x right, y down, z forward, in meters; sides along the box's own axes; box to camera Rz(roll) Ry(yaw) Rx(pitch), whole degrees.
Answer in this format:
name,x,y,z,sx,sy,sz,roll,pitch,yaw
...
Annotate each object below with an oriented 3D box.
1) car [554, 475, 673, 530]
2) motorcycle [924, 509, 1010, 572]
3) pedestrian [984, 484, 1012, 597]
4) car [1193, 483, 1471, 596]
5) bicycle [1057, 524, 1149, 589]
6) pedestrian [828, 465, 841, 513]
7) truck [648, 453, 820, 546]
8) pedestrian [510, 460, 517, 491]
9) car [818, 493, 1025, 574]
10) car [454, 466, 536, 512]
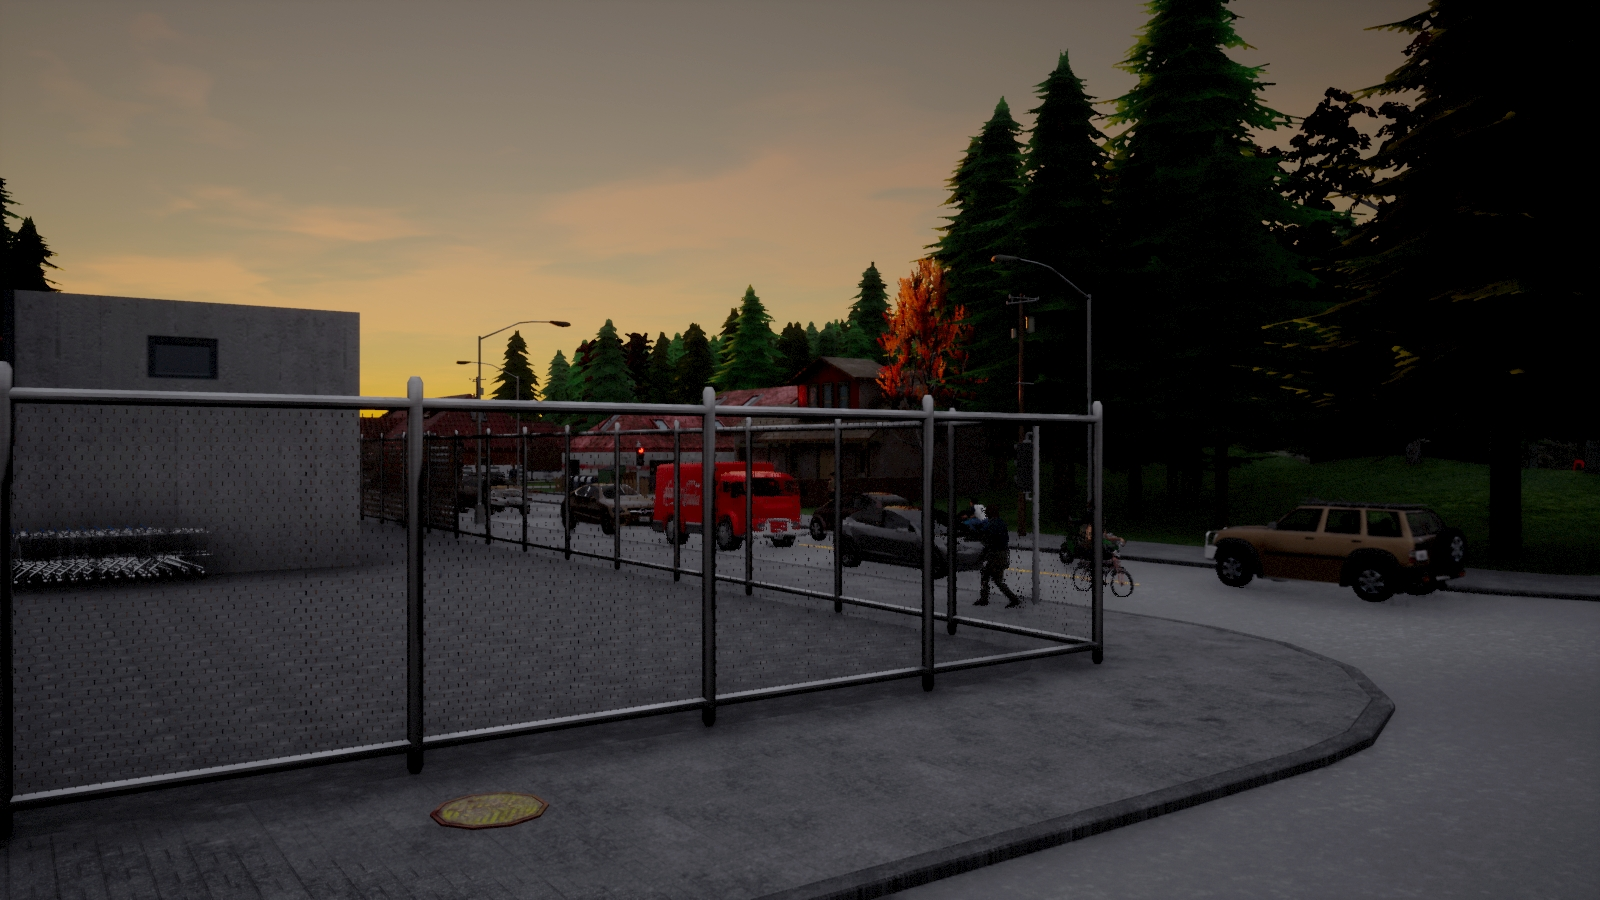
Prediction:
name,x,y,z,sx,sy,sz,roll,pitch,yaw
car,-6.570,1.769,39.821,2.152,1.651,5.027,0,0,-35
motorcycle,3.660,1.959,25.125,0.856,1.236,1.805,0,0,-35
pedestrian,3.330,1.515,19.214,0.375,1.860,0.375,0,0,26
car,10.307,1.640,22.479,1.932,1.855,4.605,0,0,-36
bicycle,5.823,2.034,22.025,0.859,1.080,1.487,0,1,-35
pedestrian,1.345,1.521,44.764,0.375,1.860,0.375,0,0,-34
truck,-2.029,1.361,33.268,2.627,2.467,5.204,0,-1,-35
pedestrian,-17.234,1.519,68.782,0.375,1.860,0.375,0,0,-11
car,2.702,1.839,26.489,2.163,1.488,4.792,0,0,-35
car,-13.238,1.641,49.424,1.932,1.855,4.605,0,0,-36
